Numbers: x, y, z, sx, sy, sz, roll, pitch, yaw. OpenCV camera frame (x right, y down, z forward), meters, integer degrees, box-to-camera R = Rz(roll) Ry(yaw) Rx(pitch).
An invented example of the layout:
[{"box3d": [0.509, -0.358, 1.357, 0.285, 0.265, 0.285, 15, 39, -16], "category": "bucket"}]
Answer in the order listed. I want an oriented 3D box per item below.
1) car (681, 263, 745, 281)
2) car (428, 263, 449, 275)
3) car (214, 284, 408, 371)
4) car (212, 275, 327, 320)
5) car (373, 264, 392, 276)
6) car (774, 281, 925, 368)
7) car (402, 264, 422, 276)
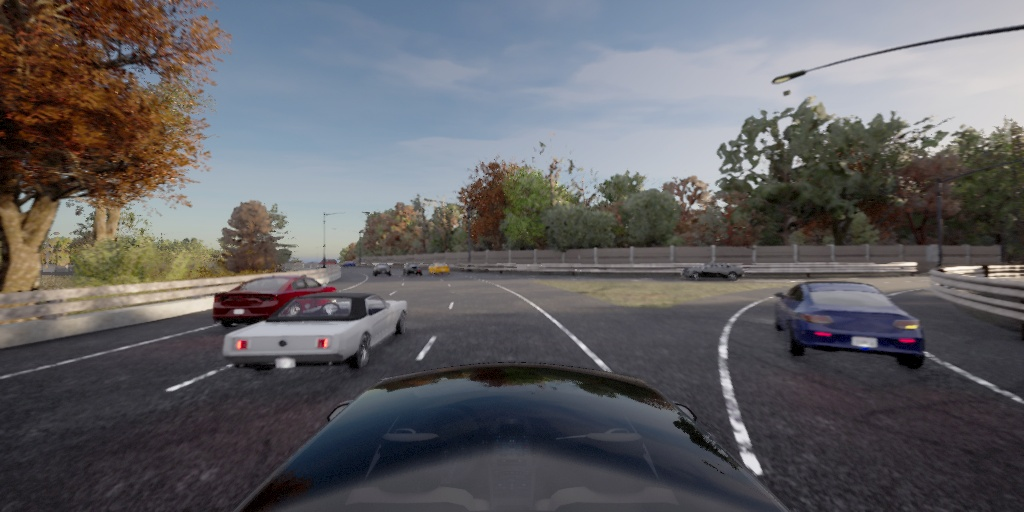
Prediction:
[{"box3d": [17.480, 1.353, 31.388, 4.902, 1.511, 2.128, 0, 0, 14], "category": "car"}, {"box3d": [-9.677, 1.673, 47.281, 1.882, 1.535, 5.008, 0, 0, -25], "category": "car"}, {"box3d": [-3.688, 1.429, 7.884, 1.895, 1.301, 4.718, 0, 0, -3], "category": "car"}, {"box3d": [-7.593, 1.370, 12.126, 1.882, 1.535, 5.008, 0, 0, -6], "category": "car"}, {"box3d": [-16.306, 1.752, 44.949, 1.812, 1.442, 4.674, 0, 0, -25], "category": "car"}, {"box3d": [7.083, 1.273, 7.928, 1.812, 1.442, 4.674, -1, -1, 32], "category": "car"}, {"box3d": [-12.682, 1.710, 45.449, 1.837, 1.490, 4.892, 0, 0, -25], "category": "car"}]
